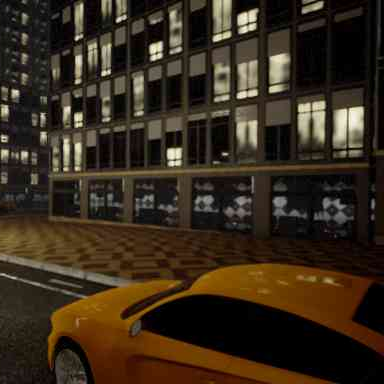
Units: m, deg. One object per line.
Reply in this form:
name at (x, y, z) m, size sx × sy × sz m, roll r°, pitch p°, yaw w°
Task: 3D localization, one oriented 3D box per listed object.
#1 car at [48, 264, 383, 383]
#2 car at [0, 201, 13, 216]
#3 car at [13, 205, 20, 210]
car at (0.592, 1.485, 3.243) m, size 5.008 × 1.535 × 1.882 m, roll -1°, pitch 0°, yaw 36°
car at (-22.359, 1.767, 35.317) m, size 2.192 × 1.841 × 5.009 m, roll 0°, pitch 0°, yaw 36°
car at (-25.868, 1.944, 44.686) m, size 1.752 × 1.417 × 4.829 m, roll 0°, pitch 0°, yaw 36°
